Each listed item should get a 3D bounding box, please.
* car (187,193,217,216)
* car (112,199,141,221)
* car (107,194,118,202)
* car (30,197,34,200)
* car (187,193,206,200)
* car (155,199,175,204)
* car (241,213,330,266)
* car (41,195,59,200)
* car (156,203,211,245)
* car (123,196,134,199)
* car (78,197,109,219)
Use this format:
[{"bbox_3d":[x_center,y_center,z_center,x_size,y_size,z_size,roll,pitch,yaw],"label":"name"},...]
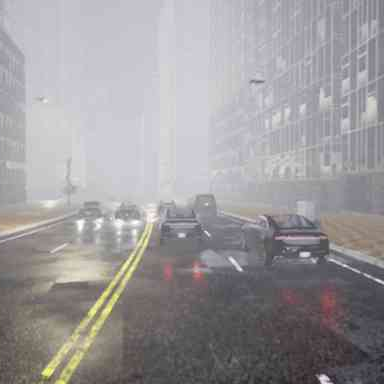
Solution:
[{"bbox_3d":[0.910,1.183,32.036,2.150,2.045,5.566,0,0,-8],"label":"car"},{"bbox_3d":[-5.241,1.558,27.470,1.994,1.385,4.181,0,0,-7],"label":"car"},{"bbox_3d":[-17.036,1.269,71.076,2.097,1.767,4.553,0,0,-12],"label":"car"},{"bbox_3d":[-42.571,1.453,85.349,4.206,1.307,1.802,0,0,-11],"label":"car"},{"bbox_3d":[1.157,1.341,94.206,5.009,1.841,2.192,0,0,-11],"label":"car"},{"bbox_3d":[-2.573,1.465,33.281,2.128,1.511,4.902,0,0,-8],"label":"car"},{"bbox_3d":[2.944,1.478,11.443,2.128,1.511,4.902,0,0,-3],"label":"car"},{"bbox_3d":[-36.989,1.458,86.430,4.313,1.339,1.947,0,0,-11],"label":"car"},{"bbox_3d":[-0.569,1.484,15.447,2.128,1.511,4.902,0,0,-4],"label":"car"},{"bbox_3d":[-12.827,1.475,67.036,2.033,1.411,5.357,0,0,-12],"label":"car"},{"bbox_3d":[-8.786,1.510,29.510,1.837,1.490,4.892,0,0,-8],"label":"car"}]
